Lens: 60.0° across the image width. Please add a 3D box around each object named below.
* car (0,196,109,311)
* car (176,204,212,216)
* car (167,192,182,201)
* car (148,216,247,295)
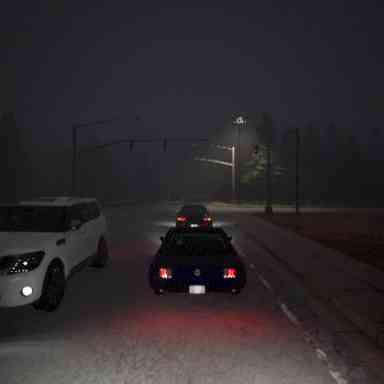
[{"bbox_3d":[-3.595,1.155,7.949,2.150,2.045,5.566,0,1,0],"label":"car"},{"bbox_3d":[0.105,1.374,17.530,1.812,1.442,4.674,0,1,0],"label":"car"},{"bbox_3d":[-3.521,0.815,63.663,2.097,1.767,4.553,0,0,1],"label":"car"},{"bbox_3d":[0.102,1.529,8.476,1.895,1.301,4.718,0,0,0],"label":"car"}]
